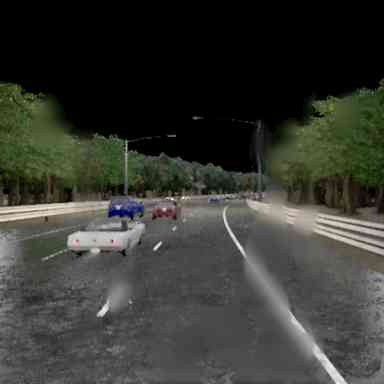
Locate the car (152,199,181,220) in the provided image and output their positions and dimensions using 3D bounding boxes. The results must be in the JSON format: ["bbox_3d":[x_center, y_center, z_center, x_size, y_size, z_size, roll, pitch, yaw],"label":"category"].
[{"bbox_3d":[-2.185,1.528,30.105,2.097,1.767,4.553,0,0,4],"label":"car"}]

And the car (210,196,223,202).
[{"bbox_3d":[6.086,1.731,86.907,2.097,1.767,4.553,0,0,12],"label":"car"}]

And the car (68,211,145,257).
[{"bbox_3d":[-3.135,1.669,13.263,1.895,1.301,4.718,0,0,2],"label":"car"}]

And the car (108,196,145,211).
[{"bbox_3d":[-5.752,1.387,29.543,2.150,2.045,5.566,0,0,4],"label":"car"}]
